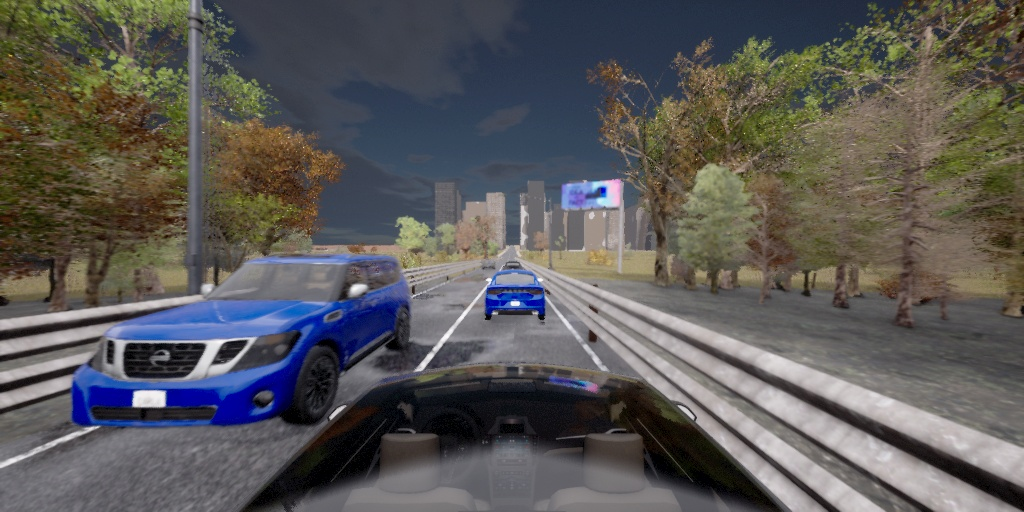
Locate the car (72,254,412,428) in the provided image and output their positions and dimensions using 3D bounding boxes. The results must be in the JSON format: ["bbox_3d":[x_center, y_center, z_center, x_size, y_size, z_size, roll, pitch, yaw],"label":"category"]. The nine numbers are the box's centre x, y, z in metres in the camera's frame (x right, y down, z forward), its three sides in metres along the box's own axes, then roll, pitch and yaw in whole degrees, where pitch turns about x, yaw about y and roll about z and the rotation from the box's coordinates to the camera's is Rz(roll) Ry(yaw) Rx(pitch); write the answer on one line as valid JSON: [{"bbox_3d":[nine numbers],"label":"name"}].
[{"bbox_3d":[-3.352,0.970,6.078,2.150,2.045,5.566,0,0,0],"label":"car"}]

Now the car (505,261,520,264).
[{"bbox_3d":[0.072,1.242,33.226,1.837,1.490,4.892,0,0,0],"label":"car"}]

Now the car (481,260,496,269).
[{"bbox_3d":[-3.298,1.270,51.627,1.837,1.490,4.892,0,0,0],"label":"car"}]

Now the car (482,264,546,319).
[{"bbox_3d":[0.094,1.223,12.803,1.882,1.535,5.008,0,0,0],"label":"car"}]
